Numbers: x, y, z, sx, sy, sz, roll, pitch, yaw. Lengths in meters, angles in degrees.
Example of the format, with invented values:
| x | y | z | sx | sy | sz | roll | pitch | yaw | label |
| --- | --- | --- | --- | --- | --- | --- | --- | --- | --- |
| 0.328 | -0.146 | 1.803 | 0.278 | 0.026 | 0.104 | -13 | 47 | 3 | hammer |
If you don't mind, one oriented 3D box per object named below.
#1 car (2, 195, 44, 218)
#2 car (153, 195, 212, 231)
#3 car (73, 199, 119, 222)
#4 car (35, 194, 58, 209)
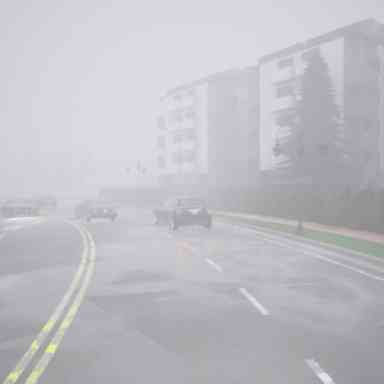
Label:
| x | y | z | sx | sy | sz | roll | pitch | yaw | label |
| --- | --- | --- | --- | --- | --- | --- | --- | --- | --- |
| -13.058 | 1.139 | 25.316 | 1.994 | 1.385 | 4.181 | -1 | 1 | -39 | car |
| -0.656 | 1.003 | 18.295 | 2.097 | 1.767 | 4.553 | -1 | 1 | -22 | car |
| -6.535 | 1.149 | 22.355 | 2.033 | 1.411 | 5.357 | -1 | 1 | -31 | car |
| -15.064 | 0.923 | 33.320 | 2.128 | 1.511 | 4.902 | -1 | 1 | -42 | car |
